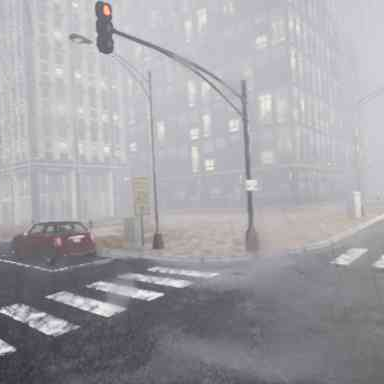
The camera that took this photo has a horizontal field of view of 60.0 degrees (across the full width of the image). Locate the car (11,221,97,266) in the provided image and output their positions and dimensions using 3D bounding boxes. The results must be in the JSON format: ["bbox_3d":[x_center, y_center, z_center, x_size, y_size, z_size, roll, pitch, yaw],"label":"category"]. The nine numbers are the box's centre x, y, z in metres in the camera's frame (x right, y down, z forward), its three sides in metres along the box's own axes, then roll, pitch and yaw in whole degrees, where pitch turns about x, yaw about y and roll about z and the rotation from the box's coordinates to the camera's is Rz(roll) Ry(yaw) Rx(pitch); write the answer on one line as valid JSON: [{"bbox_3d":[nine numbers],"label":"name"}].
[{"bbox_3d":[-5.702,1.893,13.471,4.097,1.590,1.967,-4,-1,40],"label":"car"}]
